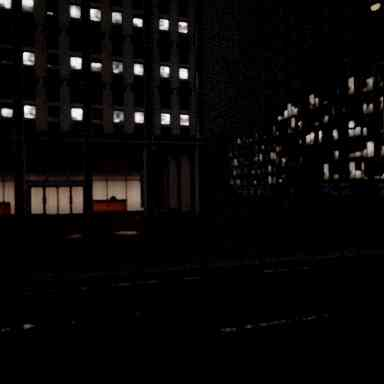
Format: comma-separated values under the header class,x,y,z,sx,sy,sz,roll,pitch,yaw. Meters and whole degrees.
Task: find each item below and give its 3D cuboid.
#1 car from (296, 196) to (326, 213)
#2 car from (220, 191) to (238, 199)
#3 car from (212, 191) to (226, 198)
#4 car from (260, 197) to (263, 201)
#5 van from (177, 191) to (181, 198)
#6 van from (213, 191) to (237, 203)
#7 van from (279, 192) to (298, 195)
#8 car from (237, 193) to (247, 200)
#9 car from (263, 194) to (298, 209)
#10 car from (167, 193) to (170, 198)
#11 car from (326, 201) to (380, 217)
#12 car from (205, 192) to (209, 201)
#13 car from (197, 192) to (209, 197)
class,x,y,z,sx,sy,sz,roll,pitch,yaw
car,12.483,1.394,34.458,1.802,1.307,4.206,0,1,-18
car,8.277,0.625,74.915,2.192,1.841,5.009,0,1,-18
car,6.522,0.697,80.322,1.967,1.590,4.097,0,1,-18
car,13.542,1.051,58.700,1.802,1.307,4.206,0,1,-18
van,-3.203,0.679,83.142,1.690,1.788,3.998,0,1,-18
van,5.571,0.945,56.112,1.690,1.788,3.998,0,1,-18
van,15.295,0.863,53.291,1.690,1.788,3.998,0,1,-18
car,10.033,0.945,69.512,1.802,1.307,4.206,0,1,-18
car,10.784,1.326,39.882,1.947,1.339,4.313,0,1,-18
car,-4.957,0.724,88.548,1.967,1.590,4.097,0,1,-18
car,14.221,1.429,29.045,1.947,1.339,4.313,0,1,-18
car,2.062,1.049,66.926,2.008,1.369,4.403,0,1,-18
car,3.014,0.700,91.135,2.008,1.369,4.403,0,1,-18
